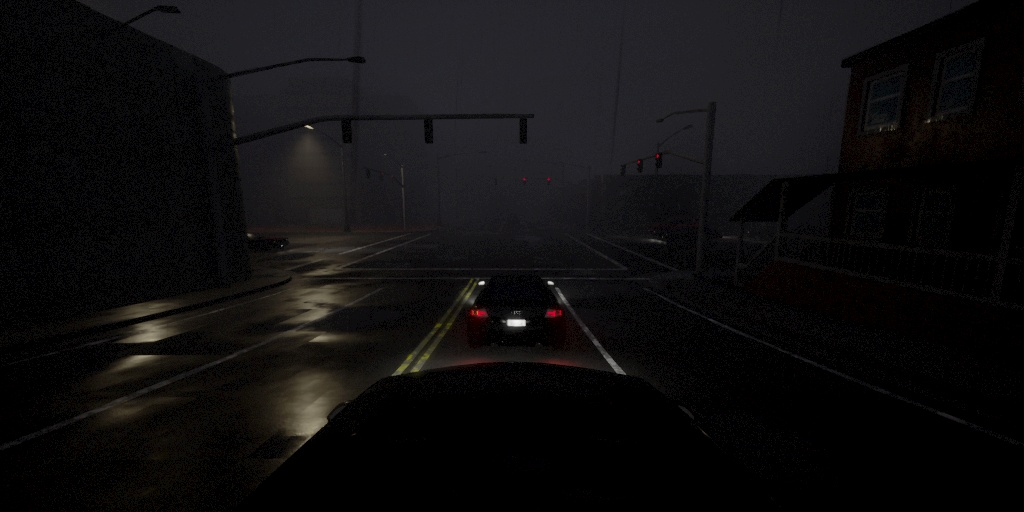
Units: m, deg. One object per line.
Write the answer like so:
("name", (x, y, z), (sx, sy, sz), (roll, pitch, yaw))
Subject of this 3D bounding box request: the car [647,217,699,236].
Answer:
("car", (17.013, -3.001, 37.239), (5.566, 2.045, 2.150), (0, 8, 0))

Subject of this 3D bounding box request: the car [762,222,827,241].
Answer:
("car", (26.974, -2.233, 33.736), (5.008, 1.535, 1.882), (0, 8, 0))

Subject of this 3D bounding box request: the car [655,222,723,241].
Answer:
("car", (16.877, -2.170, 33.826), (5.357, 1.411, 2.033), (0, 8, 0))

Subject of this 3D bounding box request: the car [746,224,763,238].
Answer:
("car", (27.042, -2.731, 37.202), (4.902, 1.511, 2.128), (0, 8, 0))

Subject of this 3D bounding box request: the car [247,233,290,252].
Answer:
("car", (-19.530, -1.085, 26.976), (4.718, 1.301, 1.895), (0, 8, 0))

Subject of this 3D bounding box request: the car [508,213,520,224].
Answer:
("car", (0.343, -6.169, 61.227), (1.994, 1.385, 4.181), (0, 8, 0))

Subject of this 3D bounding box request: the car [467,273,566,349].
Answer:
("car", (0.101, 1.093, 8.658), (1.994, 1.385, 4.181), (0, 3, 0))
